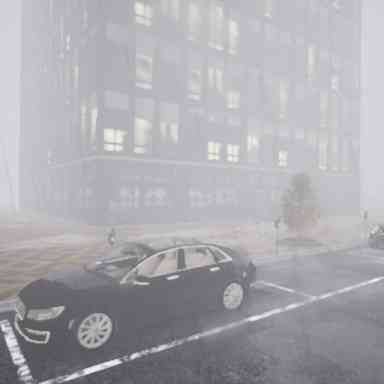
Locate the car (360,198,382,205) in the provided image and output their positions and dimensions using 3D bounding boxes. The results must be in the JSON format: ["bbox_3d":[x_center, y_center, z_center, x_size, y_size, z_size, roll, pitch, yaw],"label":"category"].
[{"bbox_3d":[31.270,1.637,58.780,1.802,1.307,4.206,0,-1,-35],"label":"car"}]

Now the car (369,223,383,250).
[{"bbox_3d":[8.489,1.403,12.597,4.097,1.590,1.967,0,1,-35],"label":"car"}]

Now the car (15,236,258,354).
[{"bbox_3d":[-0.722,1.543,6.030,4.403,1.369,2.008,0,1,-35],"label":"car"}]
